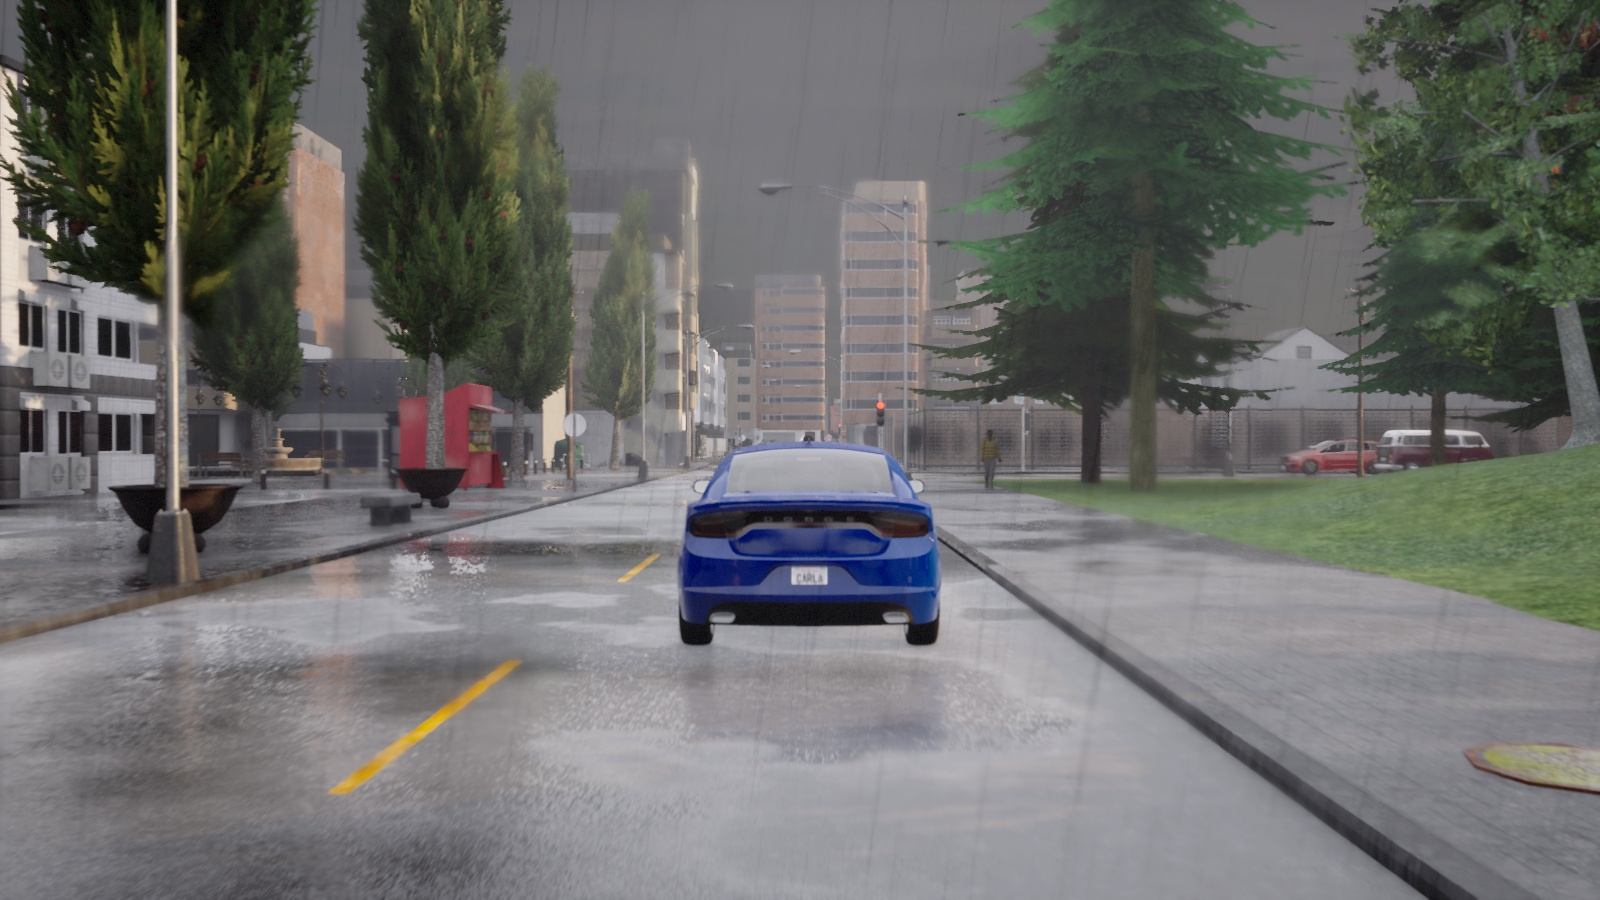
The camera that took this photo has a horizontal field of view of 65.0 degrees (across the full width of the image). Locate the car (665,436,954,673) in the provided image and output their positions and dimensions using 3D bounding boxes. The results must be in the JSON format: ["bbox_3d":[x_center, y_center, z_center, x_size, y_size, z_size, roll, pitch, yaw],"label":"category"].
[{"bbox_3d":[0.075,0.665,10.667,1.882,1.535,5.008,0,0,0],"label":"car"}]

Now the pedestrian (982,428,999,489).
[{"bbox_3d":[5.713,0.252,37.711,0.431,1.840,0.709,0,0,2],"label":"pedestrian"}]

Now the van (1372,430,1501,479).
[{"bbox_3d":[27.290,0.192,53.976,4.480,2.038,2.069,0,0,0],"label":"van"}]

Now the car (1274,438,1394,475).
[{"bbox_3d":[24.596,0.289,57.989,4.611,1.667,2.242,0,0,0],"label":"car"}]
